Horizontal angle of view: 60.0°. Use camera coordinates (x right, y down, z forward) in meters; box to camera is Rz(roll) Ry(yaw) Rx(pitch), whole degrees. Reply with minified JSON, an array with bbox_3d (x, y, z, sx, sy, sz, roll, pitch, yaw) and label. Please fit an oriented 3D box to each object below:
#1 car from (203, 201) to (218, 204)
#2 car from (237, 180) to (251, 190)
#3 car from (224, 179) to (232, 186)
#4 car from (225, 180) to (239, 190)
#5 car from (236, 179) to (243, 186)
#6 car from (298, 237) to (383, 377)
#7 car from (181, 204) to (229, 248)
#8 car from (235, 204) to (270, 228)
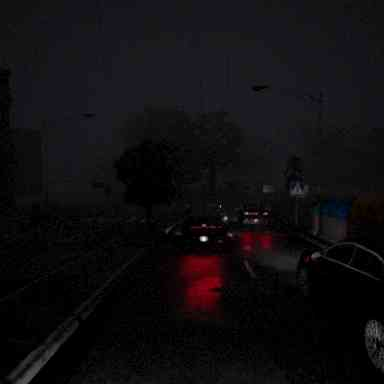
[{"bbox_3d":[1.698,1.585,30.968,2.033,1.411,5.357,0,0,5],"label":"car"},{"bbox_3d":[12.305,-1.307,77.481,1.812,1.442,4.674,0,5,-2],"label":"car"},{"bbox_3d":[10.302,-2.740,93.718,1.837,1.490,4.892,1,5,11],"label":"car"},{"bbox_3d":[9.303,-1.669,78.237,2.150,2.045,5.566,0,5,1],"label":"car"},{"bbox_3d":[12.990,-2.577,91.397,1.882,1.535,5.008,1,5,8],"label":"car"},{"bbox_3d":[3.218,1.497,5.480,2.128,1.511,4.902,0,0,1],"label":"car"},{"bbox_3d":[0.557,1.515,14.865,1.837,1.490,4.892,0,0,3],"label":"car"},{"bbox_3d":[4.034,1.535,22.491,2.128,1.511,4.902,0,0,4],"label":"car"}]
